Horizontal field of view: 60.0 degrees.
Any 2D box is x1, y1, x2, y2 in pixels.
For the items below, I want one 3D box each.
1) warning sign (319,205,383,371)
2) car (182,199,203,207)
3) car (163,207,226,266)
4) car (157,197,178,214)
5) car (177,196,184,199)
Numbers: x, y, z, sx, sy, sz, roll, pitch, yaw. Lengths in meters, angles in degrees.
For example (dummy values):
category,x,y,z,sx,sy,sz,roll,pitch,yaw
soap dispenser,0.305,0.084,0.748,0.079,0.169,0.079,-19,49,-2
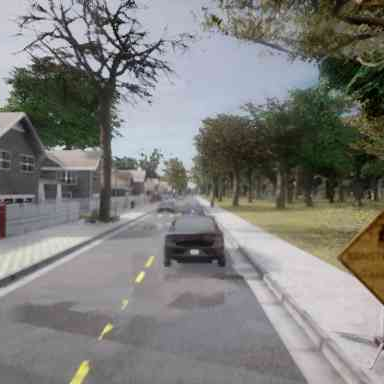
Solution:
category,x,y,z,sx,sy,sz,roll,pitch,yaw
warning sign,2.521,1.129,4.348,1.300,1.860,1.060,0,0,0
car,0.089,1.660,30.699,1.994,1.385,4.181,0,0,0
car,0.085,1.513,11.735,1.882,1.535,5.008,0,0,0
car,-2.852,1.667,37.688,2.033,1.411,5.357,0,0,0
car,-2.761,1.520,78.352,1.882,1.535,5.008,0,0,0
